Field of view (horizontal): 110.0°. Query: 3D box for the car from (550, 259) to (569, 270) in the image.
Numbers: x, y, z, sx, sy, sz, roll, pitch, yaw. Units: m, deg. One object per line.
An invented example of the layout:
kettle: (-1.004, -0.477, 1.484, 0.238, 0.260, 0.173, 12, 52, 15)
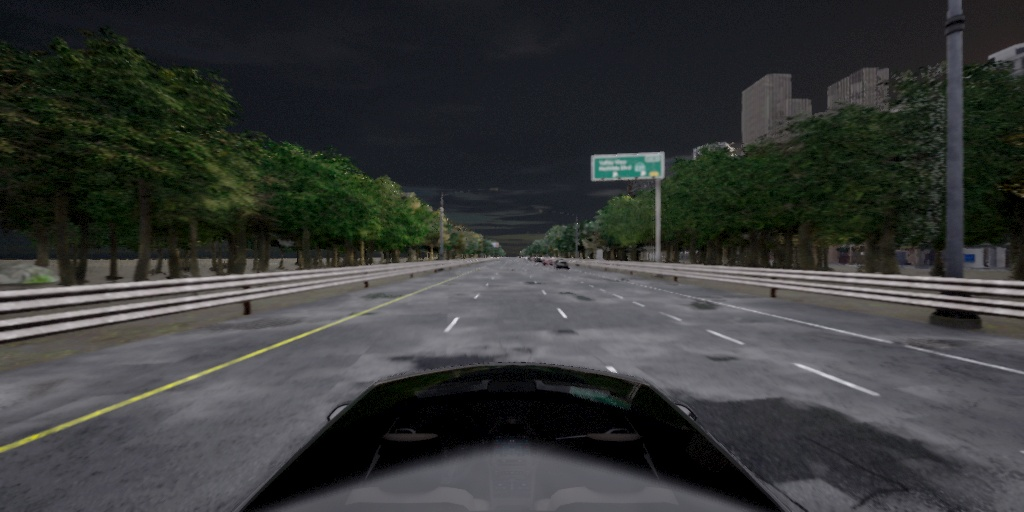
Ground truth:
car: (7.057, 1.245, 52.061, 1.837, 1.490, 4.892, 0, 0, 0)
